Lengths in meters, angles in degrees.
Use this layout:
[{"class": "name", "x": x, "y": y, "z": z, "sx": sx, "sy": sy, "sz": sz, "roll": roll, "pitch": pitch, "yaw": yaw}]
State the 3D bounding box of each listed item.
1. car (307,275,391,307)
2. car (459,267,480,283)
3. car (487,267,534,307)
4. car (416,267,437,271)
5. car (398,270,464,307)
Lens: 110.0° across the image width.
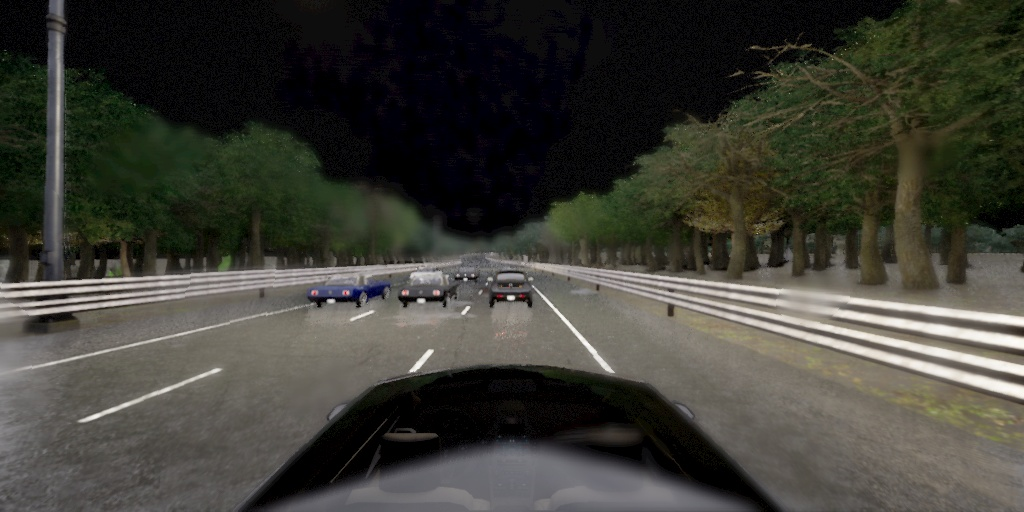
[{"class": "car", "x": -7.063, "y": 1.486, "z": 16.185, "sx": 1.895, "sy": 1.301, "sz": 4.718, "roll": 0, "pitch": 0, "yaw": -1}, {"class": "car", "x": -3.814, "y": 1.626, "z": 31.283, "sx": 1.895, "sy": 1.301, "sz": 4.718, "roll": 0, "pitch": 0, "yaw": -1}, {"class": "car", "x": -0.063, "y": 1.395, "z": 16.448, "sx": 1.837, "sy": 1.490, "sz": 4.892, "roll": 0, "pitch": 0, "yaw": -1}, {"class": "car", "x": -7.314, "y": 1.626, "z": 31.209, "sx": 1.895, "sy": 1.301, "sz": 4.718, "roll": 0, "pitch": 0, "yaw": -1}, {"class": "car", "x": -3.563, "y": 1.486, "z": 16.226, "sx": 1.895, "sy": 1.301, "sz": 4.718, "roll": 0, "pitch": 0, "yaw": -1}]
